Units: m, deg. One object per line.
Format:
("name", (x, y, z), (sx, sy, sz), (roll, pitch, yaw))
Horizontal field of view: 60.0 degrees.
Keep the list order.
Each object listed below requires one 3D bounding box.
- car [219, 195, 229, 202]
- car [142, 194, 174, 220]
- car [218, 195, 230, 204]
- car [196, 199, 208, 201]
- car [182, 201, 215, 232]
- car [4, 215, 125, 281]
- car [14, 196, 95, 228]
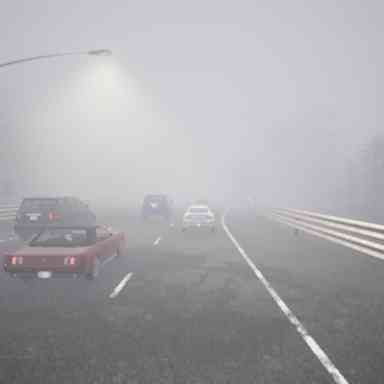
("car", (7.028, 1.355, 72.990), (2.128, 1.511, 4.902), (0, 0, 5))
("car", (-2.826, 1.196, 28.305), (2.150, 2.045, 5.566), (0, 0, 2))
("car", (5.960, 1.502, 61.597), (1.812, 1.442, 4.674), (0, 0, 6))
("car", (1.188, 1.520, 39.653), (2.033, 1.411, 5.357), (0, 0, 3))
("car", (0.412, 1.507, 20.039), (1.812, 1.442, 4.674), (0, 0, 2))
("car", (-3.309, 1.588, 9.767), (1.895, 1.301, 4.718), (0, 0, 1))
("car", (-6.679, 1.201, 16.826), (2.150, 2.045, 5.566), (0, 0, 1))
